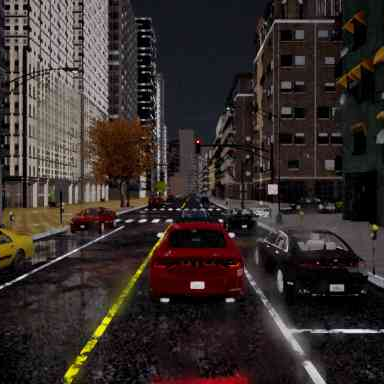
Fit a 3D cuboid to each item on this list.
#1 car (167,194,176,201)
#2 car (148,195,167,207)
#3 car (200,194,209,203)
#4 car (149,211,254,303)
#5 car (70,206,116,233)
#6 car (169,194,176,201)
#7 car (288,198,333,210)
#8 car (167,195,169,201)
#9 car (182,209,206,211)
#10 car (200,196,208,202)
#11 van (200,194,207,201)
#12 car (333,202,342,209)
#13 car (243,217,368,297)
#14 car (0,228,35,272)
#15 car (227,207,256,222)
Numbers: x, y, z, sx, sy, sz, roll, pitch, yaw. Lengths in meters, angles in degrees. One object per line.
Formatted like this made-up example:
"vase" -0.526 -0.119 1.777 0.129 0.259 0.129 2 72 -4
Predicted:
"car" -5.537 1.409 90.500 2.192 1.841 5.009 0 0 0
"car" -5.603 1.349 51.841 2.192 1.841 5.009 0 0 0
"car" 2.816 1.629 73.917 1.947 1.339 4.313 0 0 0
"car" 0.105 1.478 8.278 1.882 1.535 5.008 0 0 0
"car" -5.658 1.549 19.452 1.887 1.381 4.507 0 0 0
"car" -5.546 1.649 84.978 1.947 1.339 4.313 0 0 0
"car" 13.492 1.359 38.825 4.403 1.369 2.008 -1 1 0
"car" -5.593 1.607 57.363 1.947 1.339 4.313 0 0 0
"car" 0.118 1.605 18.369 1.895 1.301 4.718 0 0 0
"car" 2.826 1.598 79.610 1.752 1.417 4.829 0 0 0
"van" 2.835 1.424 84.964 1.690 1.788 3.998 0 0 0
"car" 18.889 1.258 38.870 4.829 1.417 1.752 -1 1 0
"car" 2.703 1.551 8.372 2.008 1.369 4.403 0 0 0
"car" -5.677 1.526 8.217 1.752 1.417 4.829 0 0 0
"car" 2.722 1.555 19.438 2.008 1.369 4.403 0 0 0
